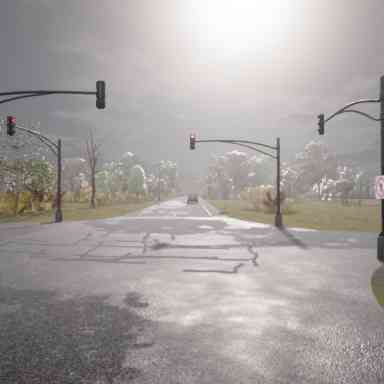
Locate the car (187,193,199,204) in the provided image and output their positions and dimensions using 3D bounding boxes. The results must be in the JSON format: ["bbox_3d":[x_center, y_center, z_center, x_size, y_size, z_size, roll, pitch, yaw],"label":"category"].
[{"bbox_3d":[0.176,1.292,67.639,2.150,2.045,5.566,0,0,0],"label":"car"}]
